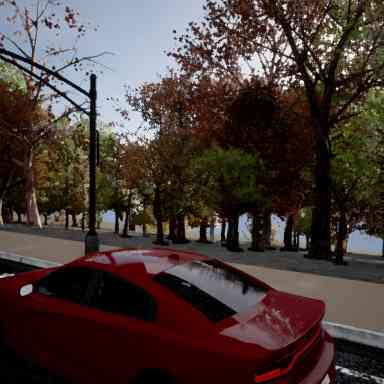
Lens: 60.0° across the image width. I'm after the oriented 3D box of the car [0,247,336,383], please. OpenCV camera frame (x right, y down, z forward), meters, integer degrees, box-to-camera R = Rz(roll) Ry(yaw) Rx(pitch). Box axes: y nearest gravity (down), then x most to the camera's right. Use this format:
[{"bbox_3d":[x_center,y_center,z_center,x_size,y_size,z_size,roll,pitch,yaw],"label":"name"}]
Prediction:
[{"bbox_3d":[-0.876,1.477,4.302,5.008,1.535,1.882,0,0,35],"label":"car"}]
